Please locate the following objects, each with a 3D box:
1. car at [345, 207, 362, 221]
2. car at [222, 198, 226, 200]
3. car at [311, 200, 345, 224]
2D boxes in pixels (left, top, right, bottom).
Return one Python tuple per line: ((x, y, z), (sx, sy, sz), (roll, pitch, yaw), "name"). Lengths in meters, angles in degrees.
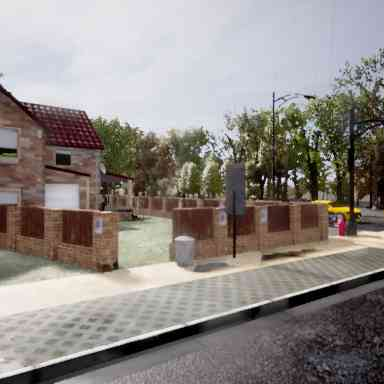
((10.309, 1.417, 25.451), (1.882, 1.535, 5.008), (0, 0, -35), "car")
((4.270, 1.390, 33.935), (2.128, 1.511, 4.902), (0, 0, -35), "car")
((7.818, 1.463, 23.343), (1.812, 1.442, 4.674), (0, 0, -35), "car")
